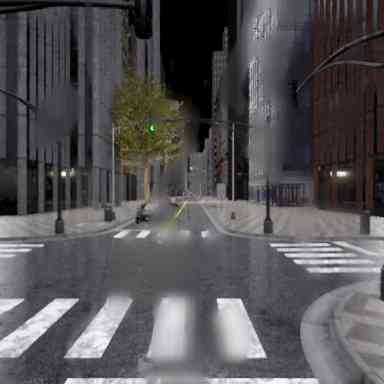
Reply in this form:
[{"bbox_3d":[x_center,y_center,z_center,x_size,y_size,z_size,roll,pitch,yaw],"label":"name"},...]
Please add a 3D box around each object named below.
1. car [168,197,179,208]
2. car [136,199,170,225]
[{"bbox_3d":[-2.945,1.568,49.393,1.882,1.535,5.008,0,0,0],"label":"car"},{"bbox_3d":[-2.977,1.524,24.941,1.882,1.535,5.008,0,0,0],"label":"car"}]
